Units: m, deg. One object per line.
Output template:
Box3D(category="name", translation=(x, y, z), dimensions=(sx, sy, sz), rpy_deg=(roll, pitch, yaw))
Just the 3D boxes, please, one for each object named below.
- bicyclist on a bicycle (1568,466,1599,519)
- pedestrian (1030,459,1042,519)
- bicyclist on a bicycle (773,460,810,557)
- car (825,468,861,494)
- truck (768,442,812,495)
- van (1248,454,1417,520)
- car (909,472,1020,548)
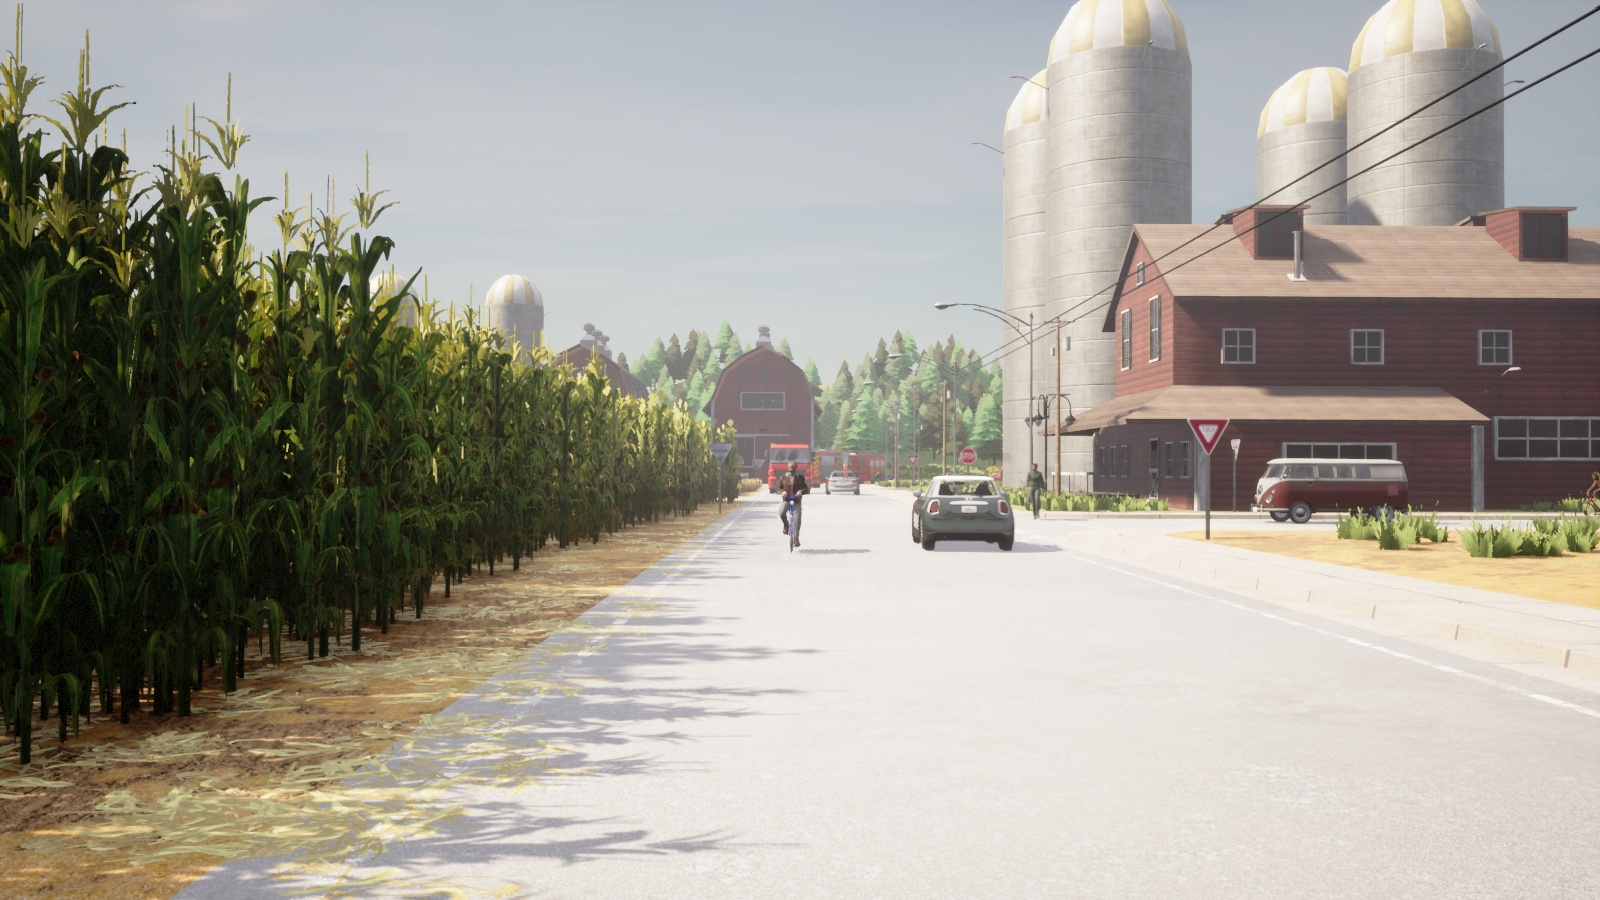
Box3D(category="bicyclist on a bicycle", translation=(24.792, 1.292, 38.857), dimensions=(1.656, 1.620, 0.582), rpy_deg=(0, -1, -1))
Box3D(category="pedestrian", translation=(7.417, 1.218, 39.428), dimensions=(0.353, 1.847, 0.614), rpy_deg=(0, -1, 10))
Box3D(category="bicyclist on a bicycle", translation=(-0.147, 1.084, 23.787), dimensions=(0.659, 1.776, 1.843), rpy_deg=(0, -1, 0))
Box3D(category="car", translation=(2.832, 2.052, 83.773), dimensions=(2.242, 1.667, 4.611), rpy_deg=(0, -1, 0))
Box3D(category="truck", translation=(-0.679, 1.290, 86.861), dimensions=(2.891, 3.462, 7.936), rpy_deg=(0, -1, 0))
Box3D(category="van", translation=(16.334, 1.123, 38.666), dimensions=(4.442, 1.987, 1.775), rpy_deg=(0, -1, -1))
Box3D(category="car", translation=(3.383, 1.210, 26.481), dimensions=(1.970, 1.475, 3.806), rpy_deg=(0, -1, 2))
